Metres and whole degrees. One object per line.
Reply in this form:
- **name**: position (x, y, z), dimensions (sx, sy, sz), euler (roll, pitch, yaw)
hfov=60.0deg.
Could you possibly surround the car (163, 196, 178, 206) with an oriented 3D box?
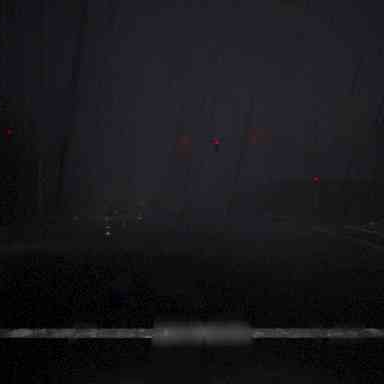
- **car**: position (-3.537, 1.491, 55.672), dimensions (2.128, 1.511, 4.902), euler (0, 0, 0)

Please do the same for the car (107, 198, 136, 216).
- **car**: position (-7.069, 1.526, 32.951), dimensions (1.812, 1.442, 4.674), euler (0, 0, 0)

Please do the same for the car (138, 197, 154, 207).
- **car**: position (-7.051, 1.504, 51.754), dimensions (1.837, 1.490, 4.892), euler (0, 0, 0)

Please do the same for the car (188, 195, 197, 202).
- **car**: position (0.057, 1.413, 73.933), dimensions (1.994, 1.385, 4.181), euler (0, 0, 0)

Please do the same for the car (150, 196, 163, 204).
- **car**: position (-6.981, 1.492, 65.969), dimensions (2.128, 1.511, 4.902), euler (0, 0, 1)

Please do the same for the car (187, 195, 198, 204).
- **car**: position (0.049, 1.505, 63.823), dimensions (1.837, 1.490, 4.892), euler (0, 0, 0)

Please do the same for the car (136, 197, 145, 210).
- **car**: position (-7.061, 1.478, 42.245), dimensions (1.882, 1.535, 5.008), euler (0, 0, 0)

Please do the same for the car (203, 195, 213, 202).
- **car**: position (3.557, 1.386, 73.930), dimensions (2.128, 1.511, 4.902), euler (0, 0, 0)

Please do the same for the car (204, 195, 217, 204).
- **car**: position (3.549, 1.352, 63.791), dimensions (2.097, 1.767, 4.553), euler (0, 0, 0)

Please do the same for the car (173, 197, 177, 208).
- **car**: position (-3.559, 1.564, 45.614), dimensions (1.994, 1.385, 4.181), euler (0, 0, 0)

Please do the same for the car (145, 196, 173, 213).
- **car**: position (-3.560, 1.352, 37.045), dimensions (2.097, 1.767, 4.553), euler (0, 0, 0)
